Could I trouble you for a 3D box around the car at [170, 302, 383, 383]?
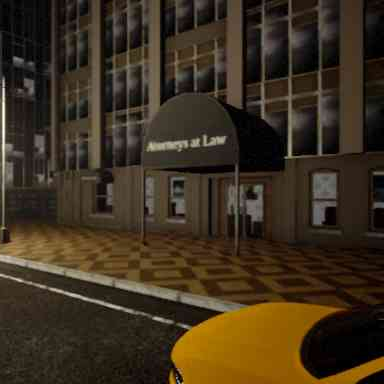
[{"bbox_3d":[2.077,1.472,2.202,5.008,1.535,1.882,-1,0,35],"label":"car"}]
